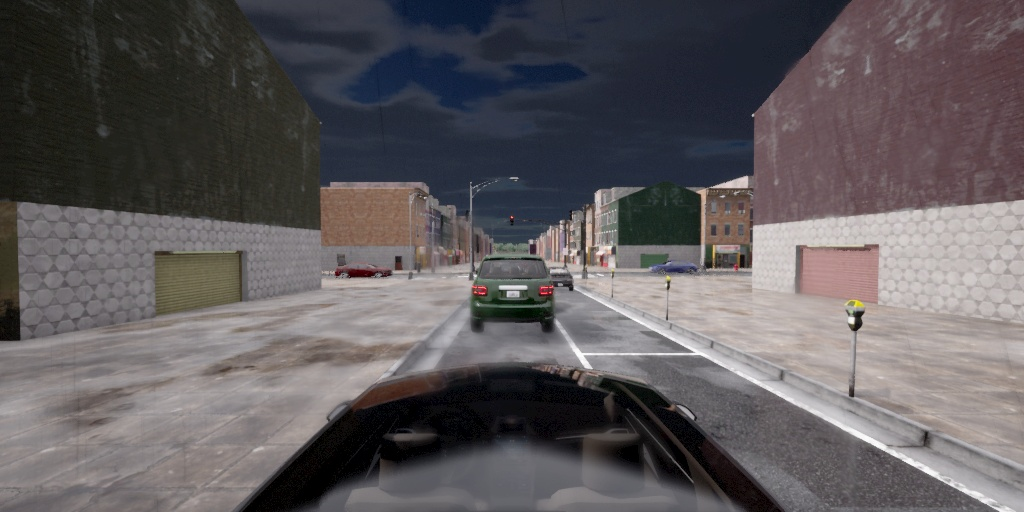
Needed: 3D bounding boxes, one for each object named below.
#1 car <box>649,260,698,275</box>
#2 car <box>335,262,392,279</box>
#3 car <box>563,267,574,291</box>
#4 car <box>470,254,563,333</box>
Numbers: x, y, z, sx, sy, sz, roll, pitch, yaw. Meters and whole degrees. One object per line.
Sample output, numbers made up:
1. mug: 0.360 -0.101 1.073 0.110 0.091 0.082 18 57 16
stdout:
1. car: 16.272 1.144 36.243 4.674 1.442 1.812 0 1 0
2. car: -13.684 1.345 33.236 5.008 1.535 1.882 0 1 0
3. car: 2.594 1.296 21.320 2.007 1.370 4.403 0 0 0
4. car: 0.029 0.968 10.905 2.150 2.045 5.566 0 0 0
